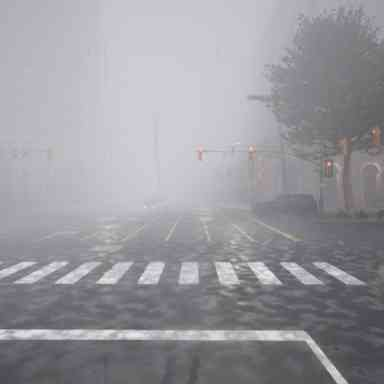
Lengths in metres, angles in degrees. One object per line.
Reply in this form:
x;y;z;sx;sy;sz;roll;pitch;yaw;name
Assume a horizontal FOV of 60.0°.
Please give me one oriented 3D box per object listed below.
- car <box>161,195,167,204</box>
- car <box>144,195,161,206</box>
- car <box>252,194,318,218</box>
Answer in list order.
-6.674;1.342;64.256;2.097;1.767;4.553;0;0;1;car
-6.759;1.469;55.190;1.882;1.535;5.008;0;0;1;car
8.134;1.218;29.328;5.566;2.045;2.150;0;0;1;car
